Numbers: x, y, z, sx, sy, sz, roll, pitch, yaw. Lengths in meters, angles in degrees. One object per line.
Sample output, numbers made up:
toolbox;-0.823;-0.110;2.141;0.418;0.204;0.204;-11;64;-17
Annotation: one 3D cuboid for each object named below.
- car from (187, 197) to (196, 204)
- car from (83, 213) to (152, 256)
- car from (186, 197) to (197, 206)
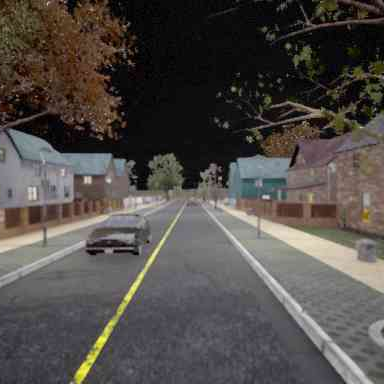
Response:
car;-0.021;1.712;70.086;1.812;1.442;4.674;0;0;0
car;-2.755;1.603;13.695;2.033;1.411;5.357;0;0;0
car;-0.018;1.799;60.252;2.033;1.411;5.357;0;0;0
